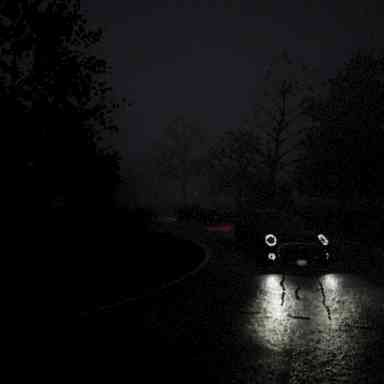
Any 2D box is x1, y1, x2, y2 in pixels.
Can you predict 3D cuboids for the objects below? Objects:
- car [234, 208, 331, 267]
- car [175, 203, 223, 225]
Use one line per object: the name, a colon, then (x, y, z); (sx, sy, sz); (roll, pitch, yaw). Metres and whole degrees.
car: (2.885, 1.401, 11.527); (2.097, 1.767, 4.553); (0, 0, -5)
car: (0.452, 1.601, 25.707); (1.882, 1.535, 5.008); (1, 0, -30)
